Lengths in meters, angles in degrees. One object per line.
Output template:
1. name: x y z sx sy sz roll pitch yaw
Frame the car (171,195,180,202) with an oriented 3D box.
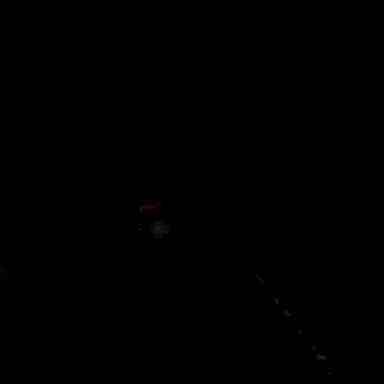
1. car: -3.505 1.406 71.844 1.882 1.535 5.008 0 0 0

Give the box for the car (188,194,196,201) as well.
1. car: -0.006 1.361 81.571 1.837 1.490 4.892 0 0 0

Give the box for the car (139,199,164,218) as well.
1. car: -3.600 1.414 30.160 1.882 1.535 5.008 0 0 0

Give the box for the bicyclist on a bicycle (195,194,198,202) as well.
1. bicyclist on a bicycle: 0.956 1.308 72.624 0.659 1.776 1.843 0 0 0

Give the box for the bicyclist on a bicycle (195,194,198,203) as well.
1. bicyclist on a bicycle: 0.957 1.286 63.614 0.659 1.776 1.843 0 0 0
